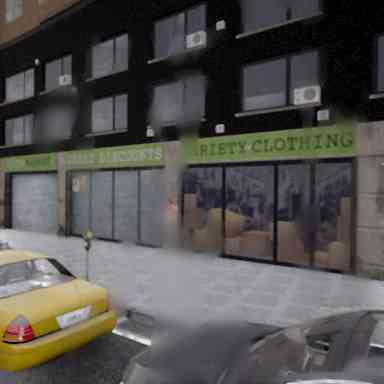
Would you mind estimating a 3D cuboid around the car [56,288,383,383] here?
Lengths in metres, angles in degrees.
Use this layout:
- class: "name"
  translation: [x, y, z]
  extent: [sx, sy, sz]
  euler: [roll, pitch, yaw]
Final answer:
- class: "car"
  translation: [1.340, 1.550, 2.133]
  extent: [4.403, 1.369, 2.008]
  euler: [0, 1, 36]

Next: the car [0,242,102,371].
- class: "car"
  translation: [-3.343, 1.514, 5.478]
  extent: [4.829, 1.417, 1.752]
  euler: [0, 1, 36]
